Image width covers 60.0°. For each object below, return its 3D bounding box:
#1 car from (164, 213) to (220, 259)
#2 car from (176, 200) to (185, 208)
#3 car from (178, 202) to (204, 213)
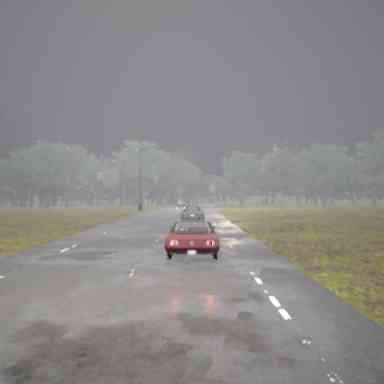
[{"bbox_3d":[0.022,1.739,13.236,1.895,1.301,4.718,0,-1,0],"label":"car"},{"bbox_3d":[-2.169,2.364,66.370,1.812,1.442,4.674,0,-1,3],"label":"car"},{"bbox_3d":[0.081,1.859,28.380,1.994,1.385,4.181,0,-1,1],"label":"car"}]
